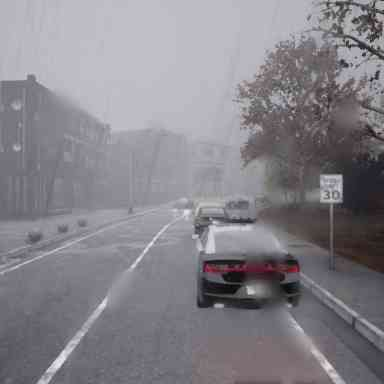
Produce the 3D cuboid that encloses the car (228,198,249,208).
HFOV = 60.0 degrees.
[{"bbox_3d":[6.399,1.517,46.172,1.895,1.301,4.718,0,0,28],"label":"car"}]

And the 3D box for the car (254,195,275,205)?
[{"bbox_3d":[12.050,1.288,55.330,1.837,1.490,4.892,-1,1,40],"label":"car"}]

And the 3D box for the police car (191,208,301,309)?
[{"bbox_3d":[1.033,1.427,8.091,1.930,1.638,5.238,0,0,0],"label":"police car"}]

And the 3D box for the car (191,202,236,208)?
[{"bbox_3d":[1.042,1.509,17.937,1.837,1.490,4.892,0,0,1],"label":"car"}]

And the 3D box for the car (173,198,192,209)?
[{"bbox_3d":[-1.060,1.512,44.228,1.812,1.442,4.674,-1,0,14],"label":"car"}]
